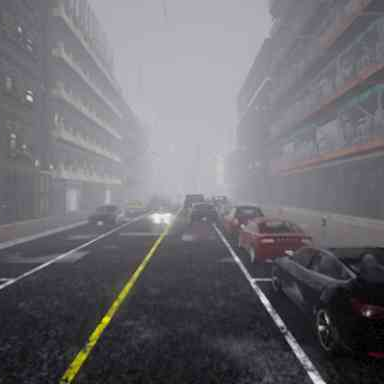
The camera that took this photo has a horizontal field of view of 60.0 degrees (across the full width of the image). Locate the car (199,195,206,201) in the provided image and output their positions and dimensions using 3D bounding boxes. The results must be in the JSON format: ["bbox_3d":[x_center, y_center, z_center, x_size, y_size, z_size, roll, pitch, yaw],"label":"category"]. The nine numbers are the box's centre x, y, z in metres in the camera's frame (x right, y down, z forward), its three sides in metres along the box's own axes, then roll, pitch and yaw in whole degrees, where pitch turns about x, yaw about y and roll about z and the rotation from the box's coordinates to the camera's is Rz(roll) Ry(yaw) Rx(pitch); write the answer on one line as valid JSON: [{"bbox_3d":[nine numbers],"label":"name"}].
[{"bbox_3d":[2.680,1.395,84.924,1.752,1.417,4.829,0,0,0],"label":"car"}]

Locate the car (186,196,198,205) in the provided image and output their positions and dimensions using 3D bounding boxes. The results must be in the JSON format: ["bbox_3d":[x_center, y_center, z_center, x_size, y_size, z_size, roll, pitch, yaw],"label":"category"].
[{"bbox_3d":[-0.008,1.464,57.803,2.033,1.411,5.357,0,0,0],"label":"car"}]

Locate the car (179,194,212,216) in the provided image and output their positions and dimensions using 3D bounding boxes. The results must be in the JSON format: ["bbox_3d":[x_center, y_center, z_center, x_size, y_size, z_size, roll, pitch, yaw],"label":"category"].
[{"bbox_3d":[0.429,1.170,32.336,2.150,2.045,5.566,-1,1,6],"label":"car"}]

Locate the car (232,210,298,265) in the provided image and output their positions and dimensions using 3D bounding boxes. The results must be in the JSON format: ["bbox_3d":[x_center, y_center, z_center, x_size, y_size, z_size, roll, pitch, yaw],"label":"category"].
[{"bbox_3d":[2.690,1.531,11.481,1.887,1.381,4.507,0,0,0],"label":"car"}]

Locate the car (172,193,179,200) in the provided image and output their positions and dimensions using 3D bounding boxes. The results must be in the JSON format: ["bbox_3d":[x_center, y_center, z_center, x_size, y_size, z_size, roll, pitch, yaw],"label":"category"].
[{"bbox_3d":[-3.012,1.276,77.022,1.882,1.535,5.008,0,0,0],"label":"car"}]

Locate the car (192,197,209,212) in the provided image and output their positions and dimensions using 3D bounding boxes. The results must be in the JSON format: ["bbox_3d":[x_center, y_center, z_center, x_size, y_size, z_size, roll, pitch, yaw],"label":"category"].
[{"bbox_3d":[0.895,1.403,38.441,1.801,1.575,5.366,0,0,0],"label":"car"}]

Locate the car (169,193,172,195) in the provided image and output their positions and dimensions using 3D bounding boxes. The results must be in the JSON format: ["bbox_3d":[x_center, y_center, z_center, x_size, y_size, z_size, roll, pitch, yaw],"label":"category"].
[{"bbox_3d":[-5.700,1.185,84.757,2.192,1.841,5.009,0,0,0],"label":"car"}]

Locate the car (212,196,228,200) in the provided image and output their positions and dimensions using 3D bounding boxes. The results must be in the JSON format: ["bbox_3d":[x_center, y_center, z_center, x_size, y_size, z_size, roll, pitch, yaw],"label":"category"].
[{"bbox_3d":[2.688,1.270,34.026,2.192,1.841,5.009,0,0,0],"label":"car"}]

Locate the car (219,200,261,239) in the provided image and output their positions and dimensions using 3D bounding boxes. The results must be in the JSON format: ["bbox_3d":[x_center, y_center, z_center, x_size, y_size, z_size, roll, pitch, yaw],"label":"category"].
[{"bbox_3d":[2.689,1.419,17.118,1.967,1.590,4.097,0,0,0],"label":"car"}]

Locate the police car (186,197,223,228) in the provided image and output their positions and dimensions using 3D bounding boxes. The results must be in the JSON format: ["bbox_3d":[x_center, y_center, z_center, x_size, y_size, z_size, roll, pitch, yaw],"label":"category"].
[{"bbox_3d":[0.759,1.395,22.366,1.930,1.638,5.238,0,0,0],"label":"police car"}]

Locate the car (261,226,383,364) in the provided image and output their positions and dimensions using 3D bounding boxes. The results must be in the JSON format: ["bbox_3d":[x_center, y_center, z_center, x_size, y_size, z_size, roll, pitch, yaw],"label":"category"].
[{"bbox_3d":[2.690,1.559,5.845,1.947,1.339,4.313,0,0,0],"label":"car"}]

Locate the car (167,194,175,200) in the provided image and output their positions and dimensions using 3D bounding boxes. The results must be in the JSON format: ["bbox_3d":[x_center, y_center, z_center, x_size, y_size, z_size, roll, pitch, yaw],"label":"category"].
[{"bbox_3d":[-5.701,1.300,90.392,1.967,1.590,4.097,0,0,0],"label":"car"}]

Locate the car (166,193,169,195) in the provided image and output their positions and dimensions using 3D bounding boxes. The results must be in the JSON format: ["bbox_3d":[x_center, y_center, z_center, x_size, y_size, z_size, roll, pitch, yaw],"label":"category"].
[{"bbox_3d":[-5.696,1.233,56.575,2.192,1.841,5.009,0,0,0],"label":"car"}]

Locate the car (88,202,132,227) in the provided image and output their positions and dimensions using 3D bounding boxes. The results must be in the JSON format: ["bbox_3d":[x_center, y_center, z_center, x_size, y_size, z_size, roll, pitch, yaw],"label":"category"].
[{"bbox_3d":[-5.693,1.537,22.755,1.947,1.339,4.313,0,0,0],"label":"car"}]

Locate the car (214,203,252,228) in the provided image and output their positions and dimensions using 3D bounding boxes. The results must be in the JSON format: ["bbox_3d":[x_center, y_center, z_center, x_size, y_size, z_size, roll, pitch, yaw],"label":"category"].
[{"bbox_3d":[2.689,1.522,22.753,2.008,1.369,4.403,0,0,0],"label":"car"}]

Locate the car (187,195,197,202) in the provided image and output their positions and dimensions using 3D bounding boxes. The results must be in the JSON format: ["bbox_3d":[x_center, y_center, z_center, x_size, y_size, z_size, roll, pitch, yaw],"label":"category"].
[{"bbox_3d":[-0.011,1.336,72.802,2.033,1.411,5.357,0,0,0],"label":"car"}]

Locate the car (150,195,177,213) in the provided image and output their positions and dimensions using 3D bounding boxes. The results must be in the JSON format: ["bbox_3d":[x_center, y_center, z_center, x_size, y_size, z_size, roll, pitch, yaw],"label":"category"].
[{"bbox_3d":[-3.100,1.443,36.445,2.128,1.511,4.902,0,0,0],"label":"car"}]

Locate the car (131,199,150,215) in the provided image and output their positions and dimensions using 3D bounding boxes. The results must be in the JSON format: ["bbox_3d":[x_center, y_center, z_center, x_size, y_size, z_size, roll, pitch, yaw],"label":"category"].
[{"bbox_3d":[-5.694,1.480,33.859,1.752,1.417,4.829,0,0,0],"label":"car"}]
